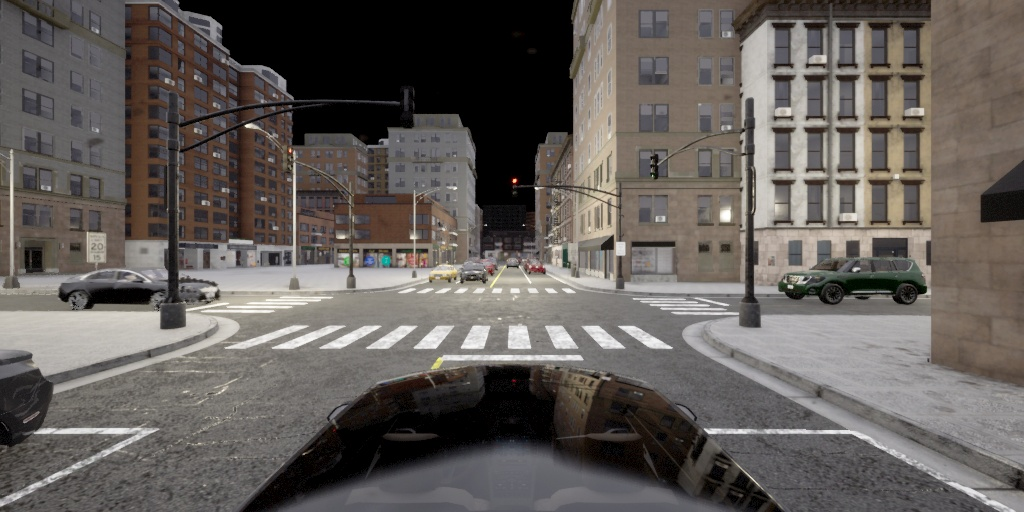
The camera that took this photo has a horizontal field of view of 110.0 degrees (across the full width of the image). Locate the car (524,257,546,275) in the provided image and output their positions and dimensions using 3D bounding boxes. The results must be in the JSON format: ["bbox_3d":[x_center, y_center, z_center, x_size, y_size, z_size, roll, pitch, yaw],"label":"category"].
[{"bbox_3d":[2.656,1.191,39.818,1.967,1.591,4.097,0,0,0],"label":"car"}]

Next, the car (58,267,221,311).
[{"bbox_3d":[-13.635,1.180,13.309,4.902,1.511,2.128,0,0,0],"label":"car"}]

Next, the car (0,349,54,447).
[{"bbox_3d":[-5.388,1.300,1.653,2.007,1.370,4.403,0,0,0],"label":"car"}]

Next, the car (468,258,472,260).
[{"bbox_3d":[-5.366,1.302,45.485,2.007,1.370,4.403,0,0,0],"label":"car"}]

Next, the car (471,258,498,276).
[{"bbox_3d":[-2.834,1.229,37.547,1.882,1.535,5.008,0,0,0],"label":"car"}]

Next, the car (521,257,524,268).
[{"bbox_3d":[2.659,1.066,45.480,2.192,1.841,5.009,0,0,0],"label":"car"}]

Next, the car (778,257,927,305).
[{"bbox_3d":[15.351,1.056,16.302,5.566,2.045,2.150,0,0,-2],"label":"car"}]

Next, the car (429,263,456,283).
[{"bbox_3d":[-5.375,1.276,28.329,1.751,1.417,4.829,0,0,0],"label":"car"}]

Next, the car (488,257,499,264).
[{"bbox_3d":[-2.813,1.258,48.222,1.837,1.490,4.892,0,0,0],"label":"car"}]

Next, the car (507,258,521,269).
[{"bbox_3d":[0.121,1.317,58.549,1.994,1.385,4.181,0,0,1],"label":"car"}]

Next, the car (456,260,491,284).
[{"bbox_3d":[-2.815,1.255,27.230,1.837,1.490,4.892,0,0,-1],"label":"car"}]
